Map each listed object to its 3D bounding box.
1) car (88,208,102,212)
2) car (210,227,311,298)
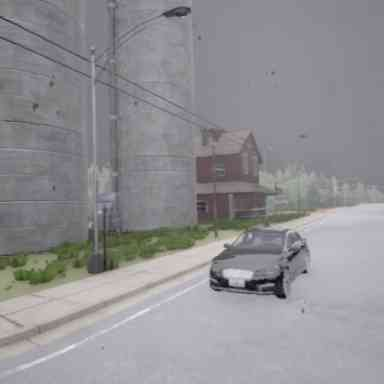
[{"bbox_3d":[-19.810,4.249,69.833,3.866,1.878,1.905,1,-8,-15],"label":"car"},{"bbox_3d":[2.154,1.805,9.564,2.128,1.511,4.902,-3,-2,28],"label":"car"}]
